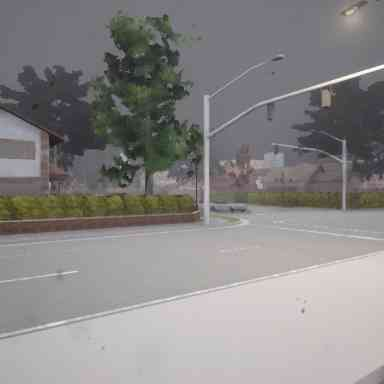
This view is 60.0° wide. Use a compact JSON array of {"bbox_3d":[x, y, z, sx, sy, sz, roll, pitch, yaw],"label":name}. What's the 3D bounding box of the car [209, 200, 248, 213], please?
[{"bbox_3d":[3.869,1.510,36.329,1.895,1.301,4.718,0,0,-36],"label":"car"}]
